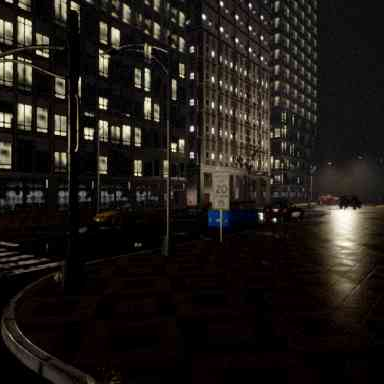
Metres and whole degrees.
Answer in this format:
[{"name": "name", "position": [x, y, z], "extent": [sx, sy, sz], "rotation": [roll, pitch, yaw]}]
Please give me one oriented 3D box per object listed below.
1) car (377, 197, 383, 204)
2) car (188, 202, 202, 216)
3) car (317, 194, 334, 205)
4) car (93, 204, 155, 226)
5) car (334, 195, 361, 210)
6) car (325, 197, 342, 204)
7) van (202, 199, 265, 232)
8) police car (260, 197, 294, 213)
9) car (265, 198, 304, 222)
[{"name": "car", "position": [38.167, 1.658, 66.543], "extent": [1.947, 1.339, 4.313], "rotation": [0, 0, 38]}, {"name": "car", "position": [1.342, 1.604, 31.711], "extent": [1.802, 1.307, 4.206], "rotation": [0, 0, 38]}, {"name": "car", "position": [25.132, 1.380, 62.548], "extent": [2.192, 1.841, 5.009], "rotation": [0, 0, 38]}, {"name": "car", "position": [-4.774, 1.540, 23.995], "extent": [1.752, 1.417, 4.829], "rotation": [0, 0, 38]}, {"name": "car", "position": [21.175, 1.368, 44.518], "extent": [2.192, 1.841, 5.009], "rotation": [0, 0, 38]}, {"name": "car", "position": [28.530, 1.624, 66.953], "extent": [2.008, 1.369, 4.403], "rotation": [0, 0, 38]}, {"name": "van", "position": [2.612, 1.368, 20.273], "extent": [1.690, 1.788, 3.998], "rotation": [0, 0, 38]}, {"name": "police car", "position": [9.967, 1.459, 38.689], "extent": [1.930, 1.638, 5.238], "rotation": [0, 0, 38]}, {"name": "car", "position": [7.581, 1.472, 26.897], "extent": [1.967, 1.590, 4.097], "rotation": [0, 0, 38]}]
